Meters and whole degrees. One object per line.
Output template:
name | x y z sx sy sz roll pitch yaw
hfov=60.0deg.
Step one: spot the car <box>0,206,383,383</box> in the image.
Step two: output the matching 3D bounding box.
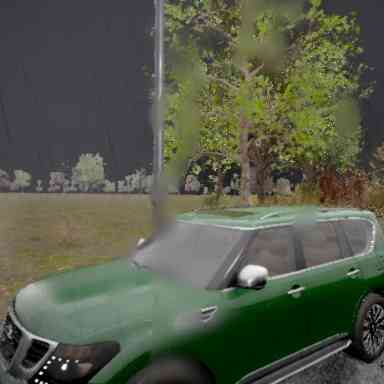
car | 0.588 1.239 4.406 5.566 2.045 2.150 0 0 -35
